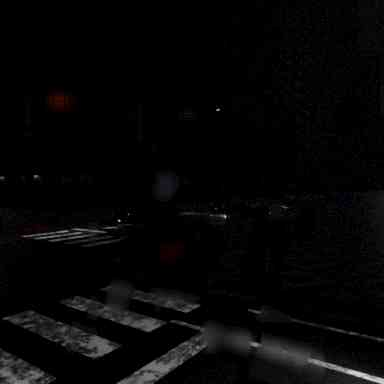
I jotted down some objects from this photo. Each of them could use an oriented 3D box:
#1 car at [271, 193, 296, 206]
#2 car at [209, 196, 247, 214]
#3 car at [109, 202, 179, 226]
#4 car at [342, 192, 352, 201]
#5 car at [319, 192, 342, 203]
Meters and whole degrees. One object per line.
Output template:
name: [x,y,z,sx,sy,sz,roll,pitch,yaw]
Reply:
car: [11.515,0.899,41.676,1.882,1.535,5.008,0,2,36]
car: [3.400,1.132,30.362,1.812,1.442,4.674,0,1,36]
car: [-2.998,1.354,21.435,1.895,1.301,4.718,0,1,36]
car: [25.433,0.654,55.675,1.882,1.535,5.008,0,1,36]
car: [19.549,0.815,47.447,1.837,1.490,4.892,0,1,36]
